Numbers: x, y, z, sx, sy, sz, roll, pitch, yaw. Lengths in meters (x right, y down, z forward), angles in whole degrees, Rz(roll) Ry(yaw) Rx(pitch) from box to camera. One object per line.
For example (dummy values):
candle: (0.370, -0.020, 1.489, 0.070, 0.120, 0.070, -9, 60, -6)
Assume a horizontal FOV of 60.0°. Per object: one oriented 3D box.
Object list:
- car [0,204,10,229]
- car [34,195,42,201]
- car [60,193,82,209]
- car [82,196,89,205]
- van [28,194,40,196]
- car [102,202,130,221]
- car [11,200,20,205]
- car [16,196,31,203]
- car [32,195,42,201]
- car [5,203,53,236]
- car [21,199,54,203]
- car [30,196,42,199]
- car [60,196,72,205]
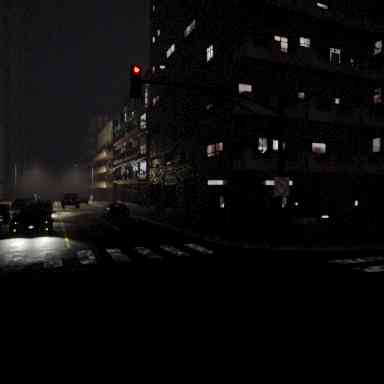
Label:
car: (-11.789, 1.514, 18.837, 1.752, 1.417, 4.829, -1, 0, -23)
car: (-40.224, 1.537, 86.809, 1.802, 1.307, 4.206, -1, 0, -23)
car: (-16.781, 1.196, 45.806, 2.150, 2.045, 5.566, 0, 0, -23)
car: (-19.401, 1.407, 58.744, 1.967, 1.590, 4.097, -1, 0, -23)
van: (-29.316, 1.308, 60.725, 1.690, 1.788, 3.998, -1, 0, -23)
car: (-6.306, 1.534, 27.445, 2.008, 1.369, 4.403, -1, 0, -23)
car: (-14.037, 1.552, 24.211, 1.947, 1.339, 4.313, -1, 0, -23)
car: (-20.583, 1.522, 39.860, 1.887, 1.381, 4.507, -1, 0, -23)
car: (-38.042, 1.508, 81.592, 2.008, 1.369, 4.403, -1, 0, -23)
car: (-8.722, 1.552, 18.272, 1.994, 1.385, 4.181, 0, 0, -23)
car: (-12.313, 1.531, 26.931, 2.033, 1.411, 5.357, 0, 0, -22)
car: (-16.168, 1.470, 36.310, 2.128, 1.511, 4.902, 0, 0, -23)
car: (-22.423, 1.492, 59.294, 1.812, 1.442, 4.674, 0, 0, -23)
